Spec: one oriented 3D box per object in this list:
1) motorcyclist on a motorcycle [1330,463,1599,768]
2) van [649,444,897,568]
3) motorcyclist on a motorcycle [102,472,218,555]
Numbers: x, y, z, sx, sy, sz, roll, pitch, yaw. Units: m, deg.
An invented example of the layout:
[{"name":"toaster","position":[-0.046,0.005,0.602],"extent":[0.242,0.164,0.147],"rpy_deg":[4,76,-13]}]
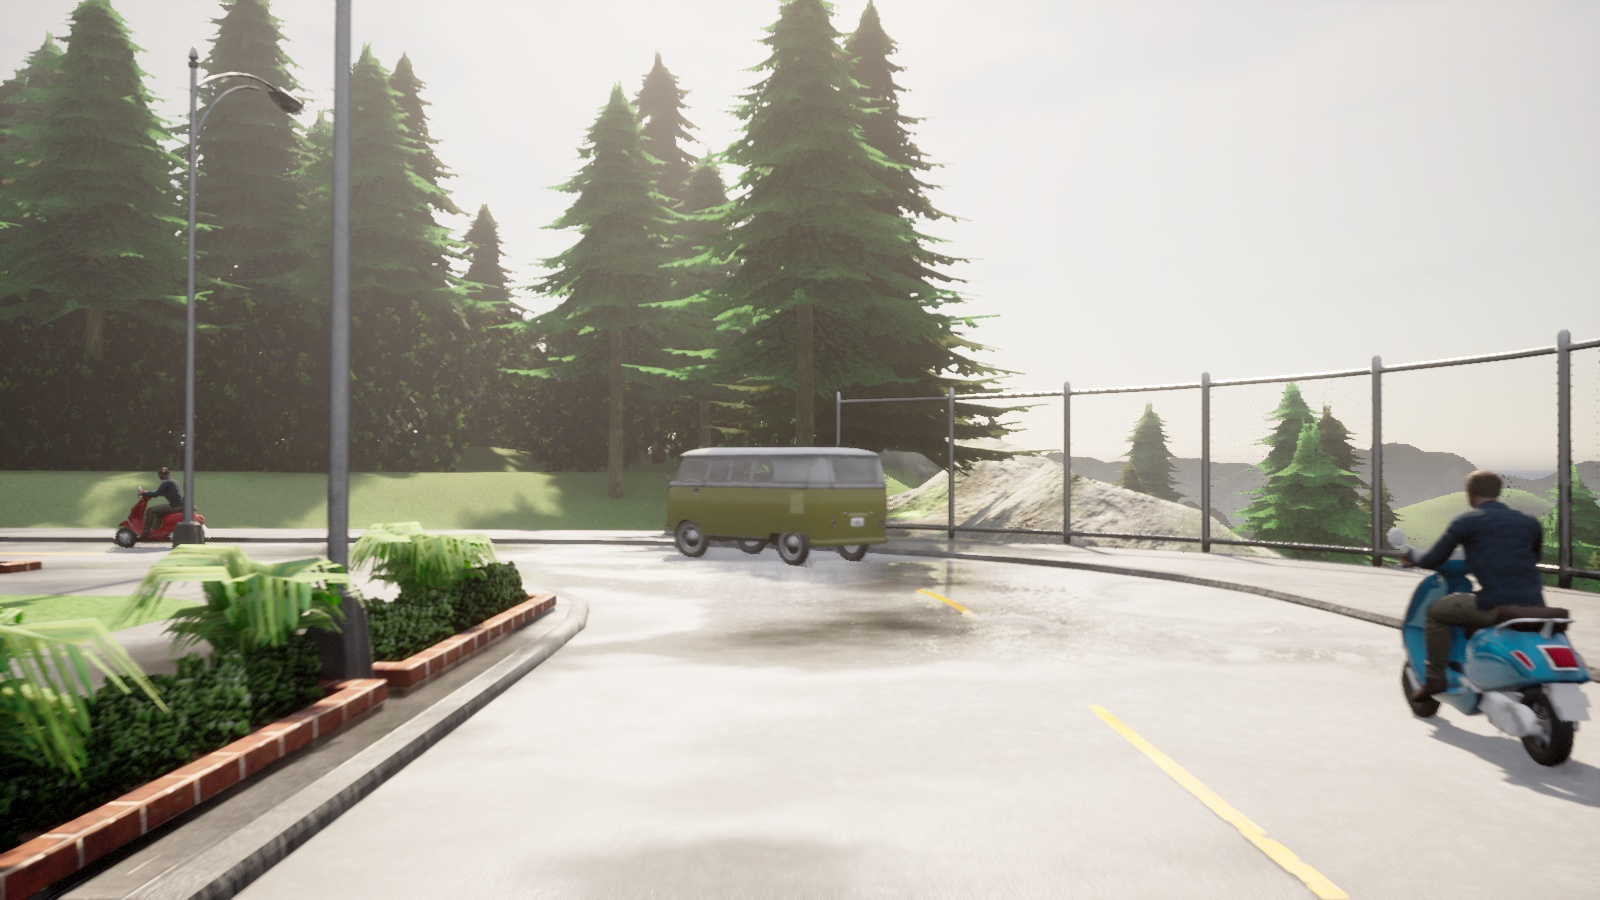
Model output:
[{"name":"motorcyclist on a motorcycle","position":[3.978,0.877,7.472],"extent":[0.866,1.590,1.817],"rpy_deg":[0,-1,0]},{"name":"van","position":[-0.573,0.944,22.295],"extent":[4.442,1.987,1.775],"rpy_deg":[-1,-2,44]},{"name":"motorcyclist on a motorcycle","position":[-12.507,1.229,24.573],"extent":[1.817,1.590,0.866],"rpy_deg":[0,-1,1]}]
